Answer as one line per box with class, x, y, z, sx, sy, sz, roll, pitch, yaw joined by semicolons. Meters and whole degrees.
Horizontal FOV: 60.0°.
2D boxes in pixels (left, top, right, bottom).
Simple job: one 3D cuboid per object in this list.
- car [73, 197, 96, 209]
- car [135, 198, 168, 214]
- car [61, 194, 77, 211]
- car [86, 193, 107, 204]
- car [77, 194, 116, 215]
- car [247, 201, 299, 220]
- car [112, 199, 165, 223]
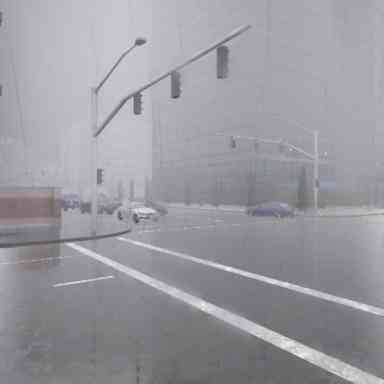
car;-15.419;1.526;47.450;1.812;1.442;4.674;0;0;-35
car;-4.404;1.547;32.061;2.033;1.411;5.357;0;0;-36
car;-15.121;1.221;41.007;2.150;2.045;5.566;0;0;-36
car;-18.426;1.216;63.978;2.150;2.045;5.566;0;-1;-36
car;-9.521;1.352;33.195;2.097;1.767;4.553;0;0;-36
car;6.857;1.526;28.632;1.812;1.442;4.674;-1;1;-41
car;-4.292;1.526;25.899;1.812;1.442;4.674;0;0;-36
